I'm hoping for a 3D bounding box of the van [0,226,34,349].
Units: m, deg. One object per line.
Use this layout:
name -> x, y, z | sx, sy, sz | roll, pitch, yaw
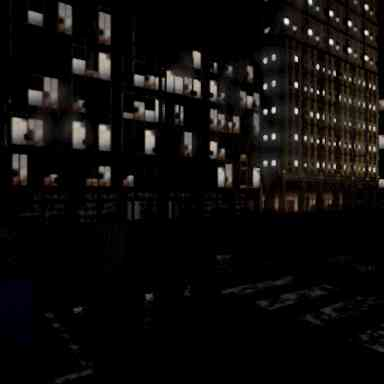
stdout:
van -> -3.945, 1.336, 3.752 | 3.998, 1.788, 1.690 | 0, 0, -36
